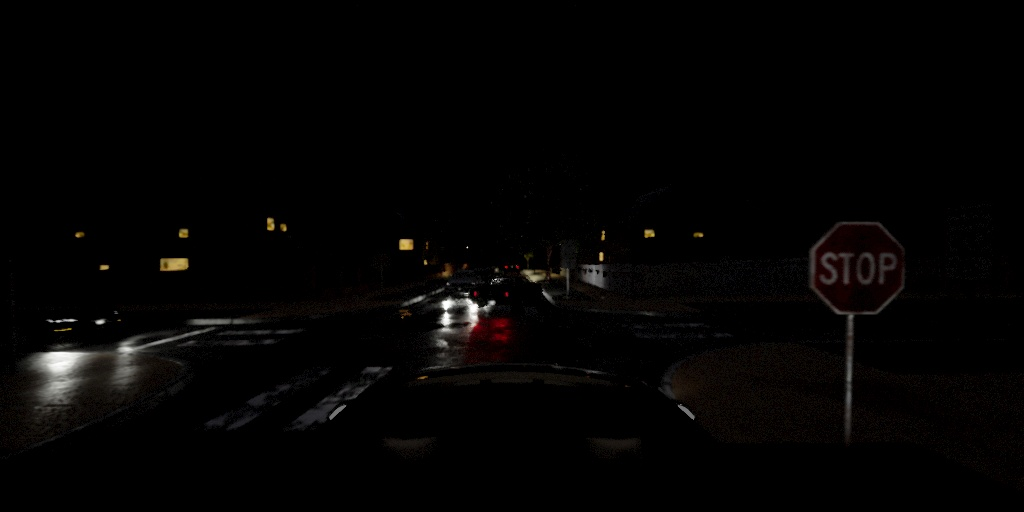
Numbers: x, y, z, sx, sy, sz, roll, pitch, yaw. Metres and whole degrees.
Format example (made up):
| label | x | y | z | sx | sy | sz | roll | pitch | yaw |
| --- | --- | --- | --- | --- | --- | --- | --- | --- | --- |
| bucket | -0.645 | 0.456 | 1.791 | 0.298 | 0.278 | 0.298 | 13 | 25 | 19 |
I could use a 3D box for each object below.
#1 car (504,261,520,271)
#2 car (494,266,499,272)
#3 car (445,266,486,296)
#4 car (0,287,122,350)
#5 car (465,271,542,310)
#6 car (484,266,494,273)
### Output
| label | x | y | z | sx | sy | sz | roll | pitch | yaw |
| --- | --- | --- | --- | --- | --- | --- | --- | --- | --- |
| car | 0.005 | 1.667 | 50.770 | 2.150 | 2.045 | 5.566 | 0 | -1 | 0 |
| car | -2.837 | 1.846 | 40.173 | 1.994 | 1.385 | 4.181 | 0 | -1 | 0 |
| car | -2.847 | 1.545 | 21.865 | 1.812 | 1.442 | 4.674 | 0 | -1 | 0 |
| car | -13.593 | 1.578 | 9.700 | 4.892 | 1.490 | 1.837 | -1 | 1 | -1 |
| car | -0.069 | 1.537 | 15.966 | 1.895 | 1.301 | 4.718 | 0 | -1 | 19 |
| car | -2.838 | 1.675 | 30.986 | 1.812 | 1.442 | 4.674 | 0 | -1 | 0 |
